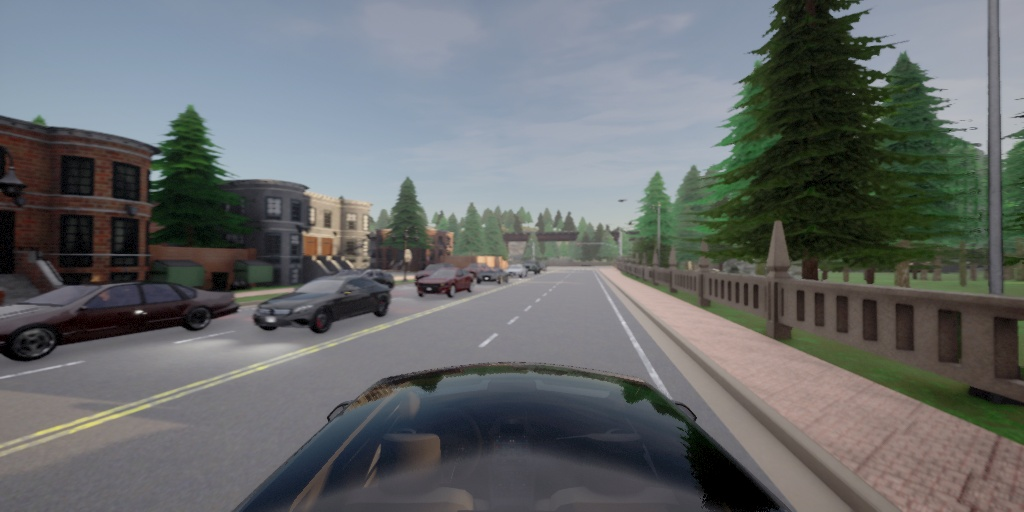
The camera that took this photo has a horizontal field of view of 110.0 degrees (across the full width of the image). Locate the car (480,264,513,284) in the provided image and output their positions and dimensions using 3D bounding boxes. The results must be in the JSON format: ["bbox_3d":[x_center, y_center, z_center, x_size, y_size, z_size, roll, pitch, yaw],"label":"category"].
[{"bbox_3d":[-1.560,1.618,30.149,1.994,1.385,4.181,0,-1,13],"label":"car"}]

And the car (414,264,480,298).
[{"bbox_3d":[-3.622,1.411,20.349,1.882,1.535,5.008,0,-1,12],"label":"car"}]

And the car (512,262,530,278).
[{"bbox_3d":[0.499,1.701,40.021,1.812,1.442,4.674,0,-1,12],"label":"car"}]

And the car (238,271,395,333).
[{"bbox_3d":[-5.535,1.347,11.219,1.812,1.442,4.674,0,-1,12],"label":"car"}]

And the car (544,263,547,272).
[{"bbox_3d":[4.866,1.934,60.743,1.837,1.490,4.892,0,-1,12],"label":"car"}]

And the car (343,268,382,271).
[{"bbox_3d":[-7.709,1.374,17.935,2.128,1.511,4.902,0,-1,11],"label":"car"}]

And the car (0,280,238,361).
[{"bbox_3d":[-9.650,1.315,8.657,2.033,1.411,5.357,0,-1,12],"label":"car"}]

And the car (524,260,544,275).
[{"bbox_3d":[2.646,1.522,50.232,2.150,2.045,5.566,0,-1,12],"label":"car"}]
